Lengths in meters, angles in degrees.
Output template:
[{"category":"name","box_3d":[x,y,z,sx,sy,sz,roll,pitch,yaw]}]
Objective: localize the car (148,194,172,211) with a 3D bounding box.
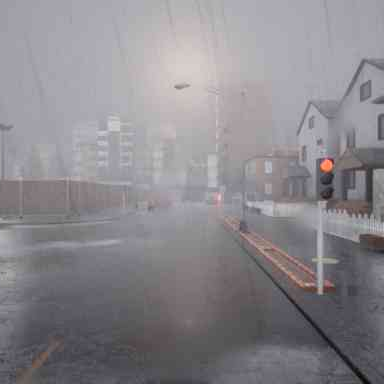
[{"category":"car","box_3d":[-4.079,1.219,41.202,2.150,2.045,5.566,0,0,0]}]
